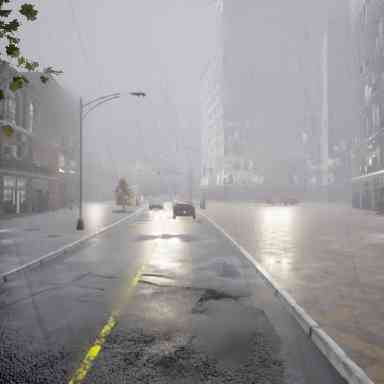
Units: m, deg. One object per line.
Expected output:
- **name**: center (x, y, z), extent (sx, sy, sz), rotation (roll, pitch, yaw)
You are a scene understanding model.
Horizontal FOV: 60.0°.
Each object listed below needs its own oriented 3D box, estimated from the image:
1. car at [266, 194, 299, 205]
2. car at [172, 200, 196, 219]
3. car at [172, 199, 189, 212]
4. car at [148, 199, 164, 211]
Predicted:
- **car**: center (13.957, 1.201, 51.535), extent (5.009, 1.841, 2.192), rotation (0, -1, 15)
- **car**: center (-0.736, 1.482, 29.453), extent (1.882, 1.535, 5.008), rotation (0, 0, -3)
- **car**: center (-1.490, 1.607, 40.679), extent (1.895, 1.301, 4.718), rotation (0, 0, -4)
- **car**: center (-4.432, 1.550, 41.703), extent (2.033, 1.411, 5.357), rotation (0, 0, -4)
